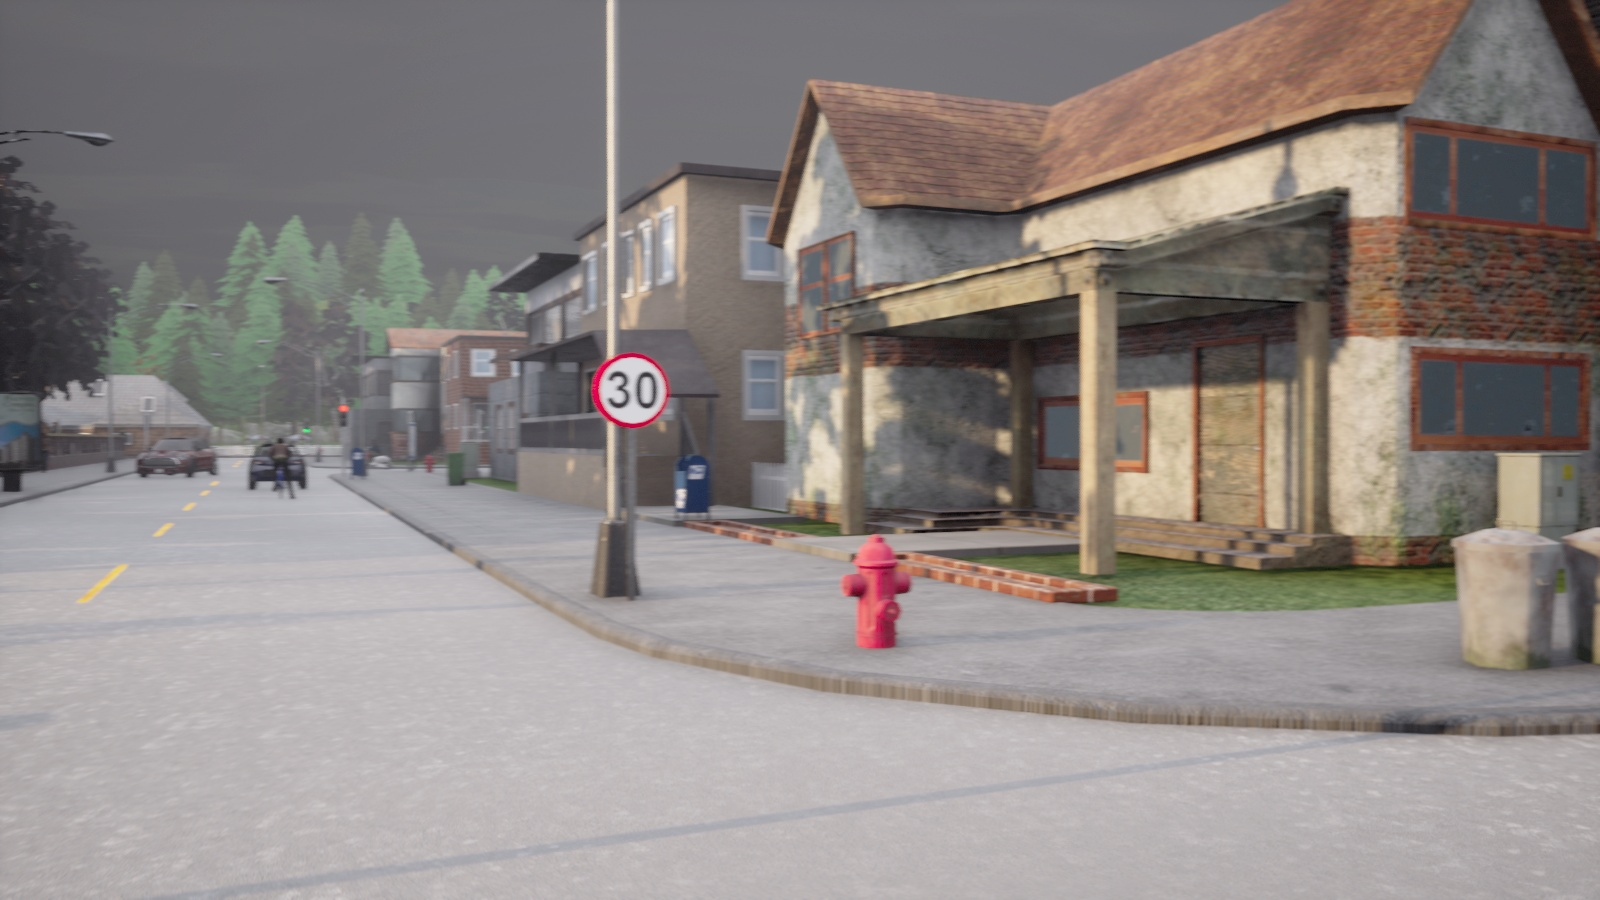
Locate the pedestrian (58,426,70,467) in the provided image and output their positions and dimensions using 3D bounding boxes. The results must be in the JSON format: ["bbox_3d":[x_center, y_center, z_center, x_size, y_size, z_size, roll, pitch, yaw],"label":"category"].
[{"bbox_3d":[-32.791,-0.157,55.967,0.328,1.805,0.869,0,1,-22],"label":"pedestrian"}]

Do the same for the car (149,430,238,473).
[{"bbox_3d":[-25.865,0.050,53.714,2.097,1.767,4.553,0,1,-8],"label":"car"}]

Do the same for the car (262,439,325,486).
[{"bbox_3d":[-16.676,0.370,41.353,1.816,1.474,4.193,0,1,-22],"label":"car"}]

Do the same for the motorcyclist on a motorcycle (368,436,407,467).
[{"bbox_3d":[-21.179,0.071,64.475,1.817,1.590,0.866,0,1,-27],"label":"motorcyclist on a motorcycle"}]
